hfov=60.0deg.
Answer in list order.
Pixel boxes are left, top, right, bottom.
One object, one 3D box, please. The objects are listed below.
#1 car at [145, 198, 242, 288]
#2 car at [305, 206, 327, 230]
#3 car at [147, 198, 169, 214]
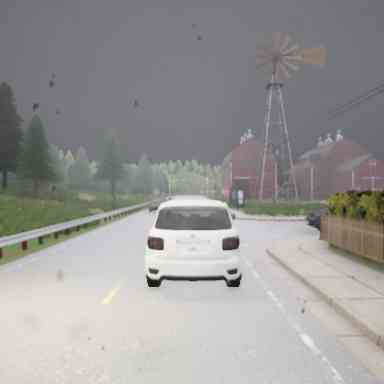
[{"bbox_3d":[0.076,1.213,9.335,2.150,2.045,5.566,0,0,1],"label":"car"},{"bbox_3d":[8.882,1.487,18.677,4.892,1.490,1.837,0,1,-1],"label":"car"},{"bbox_3d":[-3.614,1.470,36.205,1.837,1.490,4.892,0,0,0],"label":"car"}]
